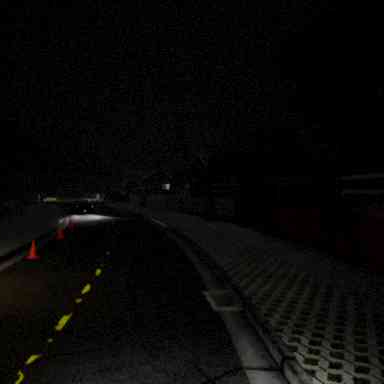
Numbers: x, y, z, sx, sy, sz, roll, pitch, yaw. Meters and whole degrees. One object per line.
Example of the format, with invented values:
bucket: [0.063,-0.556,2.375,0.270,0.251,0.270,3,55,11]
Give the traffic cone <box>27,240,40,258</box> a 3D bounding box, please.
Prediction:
traffic cone: [-5.426,1.938,11.398,0.340,0.580,0.340,0,0,-9]

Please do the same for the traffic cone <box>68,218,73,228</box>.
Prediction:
traffic cone: [-7.588,1.915,20.841,0.340,0.580,0.340,0,0,-16]

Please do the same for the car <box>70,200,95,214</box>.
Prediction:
car: [-11.478,1.523,34.583,1.895,1.301,4.718,0,0,-26]

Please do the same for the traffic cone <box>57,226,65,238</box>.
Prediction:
traffic cone: [-6.361,1.926,16.153,0.340,0.580,0.340,0,0,-13]
